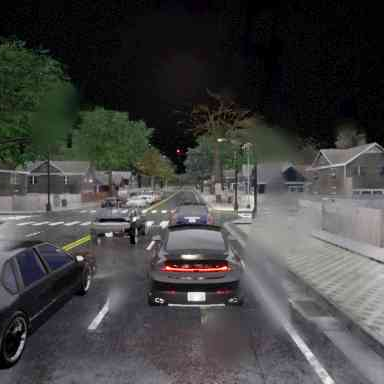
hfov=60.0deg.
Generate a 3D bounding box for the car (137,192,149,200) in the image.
[{"bbox_3d":[-10.152,0.832,69.151,1.994,1.385,4.181,0,1,0],"label":"car"}]

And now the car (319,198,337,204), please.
[{"bbox_3d":[12.416,1.269,30.835,4.674,1.442,1.812,0,1,-3],"label":"car"}]

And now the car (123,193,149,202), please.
[{"bbox_3d":[-6.824,1.255,41.012,1.812,1.442,4.674,0,1,0],"label":"car"}]

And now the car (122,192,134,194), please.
[{"bbox_3d":[-10.131,0.983,50.778,2.097,1.767,4.553,0,1,0],"label":"car"}]

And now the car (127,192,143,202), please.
[{"bbox_3d":[-10.168,0.844,59.479,2.097,1.767,4.553,0,1,0],"label":"car"}]

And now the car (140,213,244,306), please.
[{"bbox_3d":[0.062,1.490,7.969,1.837,1.490,4.892,0,0,0],"label":"car"}]

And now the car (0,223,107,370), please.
[{"bbox_3d":[-3.173,1.539,5.624,2.033,1.411,5.357,0,0,0],"label":"car"}]

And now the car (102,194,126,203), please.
[{"bbox_3d":[-10.089,1.283,42.090,1.994,1.385,4.181,0,1,0],"label":"car"}]

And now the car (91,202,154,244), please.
[{"bbox_3d":[-3.236,1.440,15.378,2.128,1.511,4.902,0,0,0],"label":"car"}]

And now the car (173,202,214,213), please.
[{"bbox_3d":[0.072,1.290,17.035,2.097,1.767,4.553,0,0,2],"label":"car"}]

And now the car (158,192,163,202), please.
[{"bbox_3d":[-6.920,0.823,60.578,2.097,1.767,4.553,0,1,0],"label":"car"}]

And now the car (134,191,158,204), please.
[{"bbox_3d":[-6.881,0.853,50.689,2.150,2.045,5.566,0,1,0],"label":"car"}]
